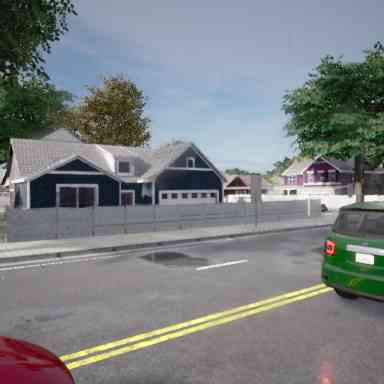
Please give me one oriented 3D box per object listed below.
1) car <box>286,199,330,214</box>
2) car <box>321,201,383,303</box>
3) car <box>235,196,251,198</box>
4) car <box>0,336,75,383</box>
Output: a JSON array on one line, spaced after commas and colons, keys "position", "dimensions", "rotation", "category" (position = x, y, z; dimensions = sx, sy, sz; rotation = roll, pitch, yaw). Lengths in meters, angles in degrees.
[{"position": [12.602, 1.556, 36.415], "dimensions": [1.994, 1.385, 4.181], "rotation": [-1, 0, -34], "category": "car"}, {"position": [5.102, 1.205, 7.120], "dimensions": [5.566, 2.045, 2.150], "rotation": [0, 0, -35], "category": "car"}, {"position": [7.285, 1.408, 44.734], "dimensions": [2.097, 1.767, 4.553], "rotation": [-1, 0, -31], "category": "car"}, {"position": [-3.021, 1.477, 1.287], "dimensions": [5.008, 1.535, 1.882], "rotation": [0, 0, -35], "category": "car"}]
